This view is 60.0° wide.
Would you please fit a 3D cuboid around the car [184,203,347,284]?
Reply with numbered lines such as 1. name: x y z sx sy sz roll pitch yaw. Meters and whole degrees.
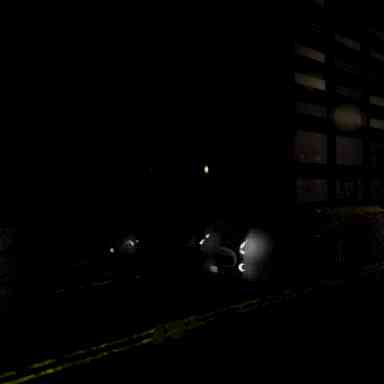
1. car: 2.335 1.240 9.386 4.553 1.767 2.097 -1 1 -36

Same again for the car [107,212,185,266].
1. car: -0.510 1.431 11.341 4.674 1.442 1.812 -1 1 -36
